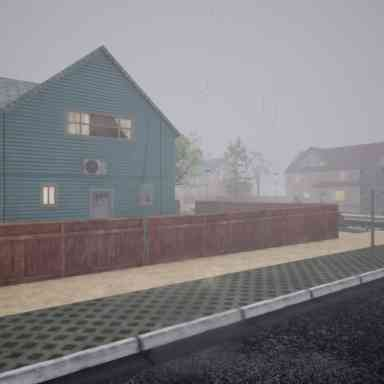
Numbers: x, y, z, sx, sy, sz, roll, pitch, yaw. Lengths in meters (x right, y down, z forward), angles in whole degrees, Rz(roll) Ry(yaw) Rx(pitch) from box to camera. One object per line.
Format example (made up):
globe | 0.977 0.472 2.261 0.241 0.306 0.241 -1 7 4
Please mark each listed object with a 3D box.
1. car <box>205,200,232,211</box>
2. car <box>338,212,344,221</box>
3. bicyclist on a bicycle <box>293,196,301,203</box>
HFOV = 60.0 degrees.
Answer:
car | 2.422 1.468 31.692 1.994 1.385 4.181 0 0 -36
car | 8.200 1.552 23.625 1.895 1.301 4.718 0 0 -36
bicyclist on a bicycle | 9.873 1.206 31.351 1.656 1.620 0.582 -1 1 -36
